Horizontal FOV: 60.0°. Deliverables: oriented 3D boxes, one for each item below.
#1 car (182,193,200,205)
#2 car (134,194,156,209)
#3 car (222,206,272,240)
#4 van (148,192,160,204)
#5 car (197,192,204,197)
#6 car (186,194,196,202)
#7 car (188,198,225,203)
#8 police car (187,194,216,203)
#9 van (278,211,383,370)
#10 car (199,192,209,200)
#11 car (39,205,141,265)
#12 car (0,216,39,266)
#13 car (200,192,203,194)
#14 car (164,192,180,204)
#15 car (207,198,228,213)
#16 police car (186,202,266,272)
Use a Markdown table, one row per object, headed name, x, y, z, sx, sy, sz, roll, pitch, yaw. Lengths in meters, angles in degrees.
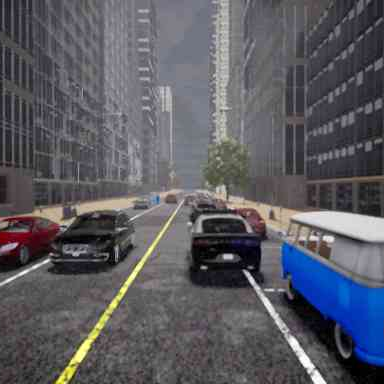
| name | x | y | z | sx | sy | sz | roll | pitch | yaw |
| --- | --- | --- | --- | --- | --- | --- | --- | --- | --- |
| car | -0.165 | 1.135 | 48.029 | 1.812 | 1.442 | 4.674 | 0 | 0 | 0 |
| car | -5.835 | 1.233 | 39.611 | 2.008 | 1.369 | 4.403 | 0 | 0 | 0 |
| car | 2.630 | 1.447 | 16.869 | 1.802 | 1.307 | 4.206 | 0 | 0 | 0 |
| van | -5.877 | 0.924 | 50.994 | 1.690 | 1.788 | 3.998 | 0 | 1 | 0 |
| car | 2.357 | 0.742 | 90.868 | 1.887 | 1.381 | 4.507 | 0 | 1 | 0 |
| car | -0.229 | 1.079 | 62.100 | 1.895 | 1.301 | 4.718 | 0 | 1 | 0 |
| car | 0.825 | 1.341 | 20.497 | 1.837 | 1.490 | 4.892 | 0 | 0 | 0 |
| police car | 0.803 | 1.213 | 26.606 | 1.930 | 1.638 | 5.238 | 0 | 0 | 0 |
| van | 2.672 | 1.296 | 5.484 | 1.690 | 1.788 | 3.998 | 0 | 0 | 0 |
| car | 2.440 | 0.861 | 68.098 | 1.967 | 1.590 | 4.097 | 0 | 1 | 0 |
| car | -3.141 | 1.413 | 11.388 | 1.837 | 1.490 | 4.892 | 0 | 0 | 0 |
| car | -5.730 | 1.492 | 11.149 | 1.802 | 1.307 | 4.206 | 0 | 0 | 0 |
| car | 2.503 | 1.133 | 51.022 | 2.008 | 1.369 | 4.403 | 0 | 1 | 0 |
| car | -3.274 | 1.045 | 52.599 | 1.882 | 1.535 | 5.008 | 0 | 1 | 0 |
| car | 2.566 | 1.311 | 33.946 | 1.802 | 1.307 | 4.206 | 0 | 0 | 0 |
| police car | 0.862 | 1.340 | 10.606 | 1.930 | 1.638 | 5.238 | 0 | 0 | 0 |
